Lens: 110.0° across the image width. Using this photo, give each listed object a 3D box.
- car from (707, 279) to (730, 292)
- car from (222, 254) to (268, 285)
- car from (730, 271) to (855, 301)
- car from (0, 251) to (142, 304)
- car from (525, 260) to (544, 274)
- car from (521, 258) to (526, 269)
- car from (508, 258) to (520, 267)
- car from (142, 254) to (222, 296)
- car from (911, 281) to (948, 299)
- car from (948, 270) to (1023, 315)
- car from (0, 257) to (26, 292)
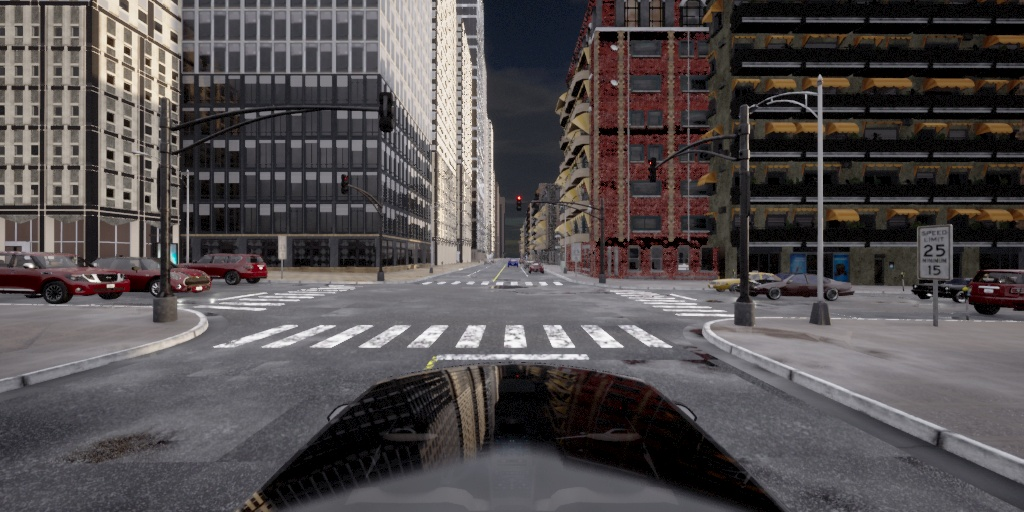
[{"bbox_3d":[14.656,1.587,22.022,4.829,1.417,1.751,0,0,0],"label":"car"},{"bbox_3d":[-17.684,0.776,21.780,5.009,1.841,2.192,0,0,0],"label":"car"},{"bbox_3d":[15.256,1.610,19.435,5.357,1.411,2.033,1,0,0],"label":"car"},{"bbox_3d":[-17.560,0.757,13.401,5.009,1.841,2.192,0,0,0],"label":"car"},{"bbox_3d":[2.791,1.341,41.734,1.802,1.307,4.207,0,0,0],"label":"car"},{"bbox_3d":[2.757,1.317,54.651,2.007,1.370,4.403,0,0,0],"label":"car"},{"bbox_3d":[0.180,1.251,65.086,1.882,1.535,5.008,0,0,0],"label":"car"},{"bbox_3d":[-16.271,0.825,16.035,4.553,1.767,2.097,1,0,-2],"label":"car"},{"bbox_3d":[24.886,1.839,19.507,4.718,1.301,1.895,1,0,-1],"label":"car"},{"bbox_3d":[20.614,1.461,13.718,5.009,1.841,2.192,0,0,0],"label":"car"},{"bbox_3d":[-25.385,0.781,15.930,5.008,1.535,1.882,1,0,0],"label":"car"}]
